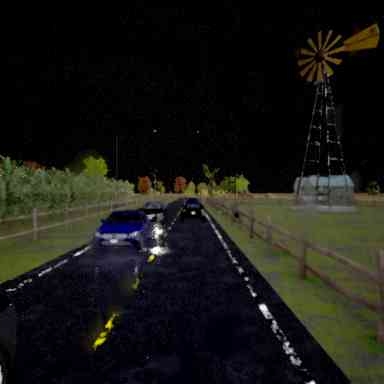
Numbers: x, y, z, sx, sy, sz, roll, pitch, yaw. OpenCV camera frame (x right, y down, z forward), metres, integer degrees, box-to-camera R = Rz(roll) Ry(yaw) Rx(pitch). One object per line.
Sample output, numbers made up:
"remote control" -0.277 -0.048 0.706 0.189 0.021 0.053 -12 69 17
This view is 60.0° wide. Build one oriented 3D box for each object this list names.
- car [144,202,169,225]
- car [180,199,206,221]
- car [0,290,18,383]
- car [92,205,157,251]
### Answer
"car" -2.740 1.461 24.056 2.128 1.511 4.902 0 0 0
"car" 0.098 1.532 27.023 1.994 1.385 4.181 0 0 0
"car" -2.846 1.501 1.773 1.837 1.490 4.892 0 0 0
"car" -2.762 1.505 14.166 1.812 1.442 4.674 0 0 0
